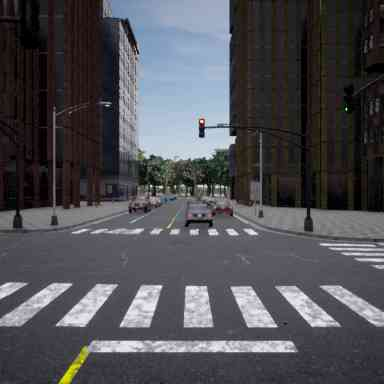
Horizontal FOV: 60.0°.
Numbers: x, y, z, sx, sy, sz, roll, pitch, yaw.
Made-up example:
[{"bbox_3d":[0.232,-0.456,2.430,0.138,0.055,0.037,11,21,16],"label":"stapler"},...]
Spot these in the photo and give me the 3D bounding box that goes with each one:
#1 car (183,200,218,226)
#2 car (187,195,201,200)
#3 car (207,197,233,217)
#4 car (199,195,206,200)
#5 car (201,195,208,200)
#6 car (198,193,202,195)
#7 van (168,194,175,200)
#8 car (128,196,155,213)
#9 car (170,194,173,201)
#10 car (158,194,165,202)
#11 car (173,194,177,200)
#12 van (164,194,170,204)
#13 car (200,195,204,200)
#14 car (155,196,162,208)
[{"bbox_3d":[0.369,1.548,23.265,2.033,1.411,5.357,0,0,-2],"label":"car"},{"bbox_3d":[0.113,1.576,54.327,1.994,1.385,4.181,0,0,0],"label":"car"},{"bbox_3d":[2.769,1.444,31.726,1.967,1.590,4.097,0,0,0],"label":"car"},{"bbox_3d":[2.782,1.561,91.709,1.752,1.417,4.829,0,0,0],"label":"car"},{"bbox_3d":[2.773,1.560,48.038,2.008,1.369,4.403,0,0,0],"label":"car"},{"bbox_3d":[2.779,1.549,75.396,1.752,1.417,4.829,0,0,0],"label":"car"},{"bbox_3d":[-5.743,1.377,91.541,1.690,1.788,3.998,0,0,0],"label":"van"},{"bbox_3d":[-5.755,1.321,37.165,2.192,1.841,5.009,0,0,0],"label":"car"},{"bbox_3d":[-5.747,1.571,69.791,2.008,1.369,4.403,0,0,0],"label":"car"},{"bbox_3d":[-5.751,1.537,53.308,1.752,1.417,4.829,0,0,0],"label":"car"},{"bbox_3d":[-5.744,1.597,86.103,1.947,1.339,4.313,0,0,0],"label":"car"},{"bbox_3d":[-5.749,1.358,64.353,1.690,1.788,3.998,0,0,0],"label":"van"},{"bbox_3d":[2.774,1.556,53.476,1.887,1.381,4.507,0,0,0],"label":"car"},{"bbox_3d":[-5.752,1.592,48.040,1.802,1.307,4.206,0,0,0],"label":"car"}]
